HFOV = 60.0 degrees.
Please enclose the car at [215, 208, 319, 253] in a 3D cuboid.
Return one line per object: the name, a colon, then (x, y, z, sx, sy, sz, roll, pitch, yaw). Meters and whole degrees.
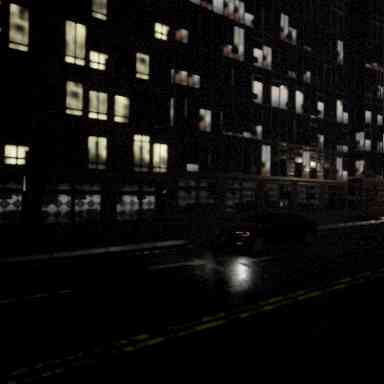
car: (3.231, 1.481, 13.955, 5.008, 1.535, 1.882, 0, 0, -35)
